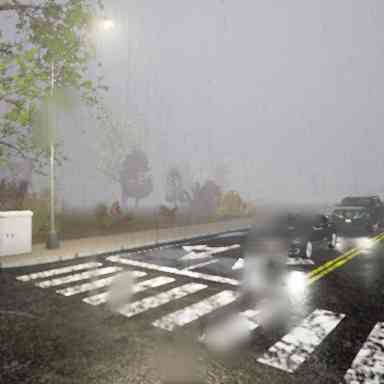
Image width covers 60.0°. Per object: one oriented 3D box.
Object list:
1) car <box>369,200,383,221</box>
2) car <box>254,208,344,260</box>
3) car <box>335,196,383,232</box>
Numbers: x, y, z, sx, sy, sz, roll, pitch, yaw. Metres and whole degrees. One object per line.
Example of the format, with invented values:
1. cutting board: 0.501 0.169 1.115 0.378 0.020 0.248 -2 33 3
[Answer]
1. car: 16.871 1.529 28.755 1.882 1.535 5.008 -1 0 39
2. car: 4.134 1.544 12.854 1.837 1.490 4.892 -1 0 39
3. car: 10.462 1.267 20.765 2.150 2.045 5.566 -1 0 39
